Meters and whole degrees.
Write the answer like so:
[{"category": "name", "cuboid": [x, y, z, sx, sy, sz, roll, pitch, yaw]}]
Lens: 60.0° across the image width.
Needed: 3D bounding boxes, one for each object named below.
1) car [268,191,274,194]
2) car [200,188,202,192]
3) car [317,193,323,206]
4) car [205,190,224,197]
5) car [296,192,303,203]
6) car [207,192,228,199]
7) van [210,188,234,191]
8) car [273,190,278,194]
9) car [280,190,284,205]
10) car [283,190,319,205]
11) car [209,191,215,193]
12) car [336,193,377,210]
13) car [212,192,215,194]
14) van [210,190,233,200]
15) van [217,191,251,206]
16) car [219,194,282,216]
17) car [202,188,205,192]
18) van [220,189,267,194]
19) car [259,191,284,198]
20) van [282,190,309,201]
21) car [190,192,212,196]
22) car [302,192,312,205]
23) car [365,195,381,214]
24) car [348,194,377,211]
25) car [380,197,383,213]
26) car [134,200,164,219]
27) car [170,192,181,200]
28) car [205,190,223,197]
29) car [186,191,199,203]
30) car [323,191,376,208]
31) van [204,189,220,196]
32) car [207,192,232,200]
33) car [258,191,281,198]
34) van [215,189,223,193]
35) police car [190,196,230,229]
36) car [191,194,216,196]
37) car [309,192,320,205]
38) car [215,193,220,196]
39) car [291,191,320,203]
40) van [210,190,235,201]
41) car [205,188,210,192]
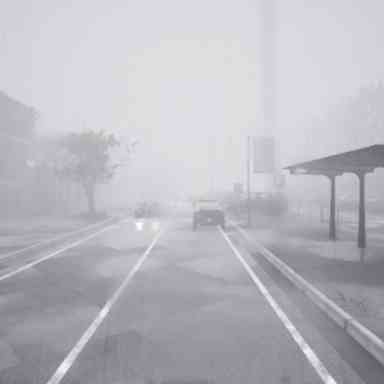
[{"category": "car", "cuboid": [18.772, 0.551, 66.432, 5.566, 2.045, 2.435, 0, 1, 0]}, {"category": "car", "cuboid": [5.611, 0.326, 93.935, 5.008, 1.535, 2.097, 0, 1, 0]}, {"category": "car", "cuboid": [18.779, 1.161, 41.450, 4.892, 1.521, 2.231, 0, 1, 0]}, {"category": "car", "cuboid": [5.605, 0.394, 82.721, 4.553, 1.767, 2.185, 0, 1, 0]}, {"category": "car", "cuboid": [18.742, 1.099, 49.777, 4.792, 1.488, 2.163, 0, 1, 0]}, {"category": "car", "cuboid": [5.647, 0.705, 74.316, 4.674, 1.452, 2.002, 0, 1, 0]}, {"category": "van", "cuboid": [5.795, 0.728, 57.496, 4.442, 1.987, 1.878, 0, 1, 0]}, {"category": "car", "cuboid": [18.934, 0.847, 63.661, 5.366, 1.575, 1.946, 0, 1, 0]}, {"category": "car", "cuboid": [18.786, 0.694, 58.107, 5.566, 2.045, 2.435, 0, 1, 0]}, {"category": "car", "cuboid": [18.733, 0.737, 55.330, 5.566, 2.045, 2.435, 0, 1, 0]}, {"category": "car", "cuboid": [5.689, 0.997, 54.692, 4.892, 1.521, 2.231, 0, 1, 0]}, {"category": "car", "cuboid": [18.800, 1.212, 35.900, 5.008, 1.535, 2.097, 0, 1, 0]}, {"category": "car", "cuboid": [5.722, 1.105, 49.082, 4.792, 1.488, 2.163, 0, 1, 0]}, {"category": "van", "cuboid": [5.781, 0.584, 65.903, 4.442, 1.987, 1.878, 0, 1, 0]}, {"category": "van", "cuboid": [5.814, 0.881, 46.276, 4.442, 1.987, 1.878, 0, 1, 0]}, {"category": "car", "cuboid": [5.536, 1.242, 32.260, 5.366, 1.575, 1.946, 0, 1, 0]}, {"category": "car", "cuboid": [5.617, 0.365, 77.113, 5.566, 2.045, 2.435, 0, 1, 0]}, {"category": "van", "cuboid": [5.828, 0.966, 37.865, 4.442, 1.987, 1.878, 0, 1, 0]}, {"category": "car", "cuboid": [18.539, 0.608, 77.538, 5.366, 1.575, 1.946, 0, 1, 0]}, {"category": "van", "cuboid": [18.869, 0.672, 60.883, 4.442, 1.987, 1.878, 0, 1, 0]}, {"category": "car", "cuboid": [0.963, 1.160, 36.956, 1.801, 1.575, 5.366, 0, 1, 0]}, {"category": "car", "cuboid": [18.960, 1.097, 47.005, 5.366, 1.575, 1.946, 0, 1, 0]}, {"category": "car", "cuboid": [18.810, 1.265, 30.349, 4.892, 1.521, 2.231, 0, 1, 0]}, {"category": "car", "cuboid": [18.804, 1.238, 33.124, 5.008, 1.535, 2.097, 0, 1, 0]}, {"category": "car", "cuboid": [18.838, 1.320, 27.574, 4.792, 1.488, 2.163, 0, 1, 0]}, {"category": "car", "cuboid": [-3.355, 1.376, 26.562, 1.994, 1.385, 4.181, 0, 1, 0]}, {"category": "car", "cuboid": [-3.276, 0.778, 67.311, 1.837, 1.490, 4.892, 0, 1, 0]}, {"category": "car", "cuboid": [5.600, 0.346, 85.524, 4.553, 1.767, 2.185, 0, 1, 0]}, {"category": "car", "cuboid": [-0.018, 1.019, 55.578, 2.033, 1.411, 5.357, 0, 1, 0]}, {"category": "car", "cuboid": [18.761, 0.935, 38.673, 5.566, 2.045, 2.435, 0, 1, 0]}, {"category": "van", "cuboid": [5.505, 0.149, 91.128, 4.442, 1.987, 1.878, 0, 1, 0]}, {"category": "car", "cuboid": [5.653, 0.762, 68.709, 4.892, 1.521, 2.231, 0, 1, 0]}, {"category": "car", "cuboid": [18.725, 0.564, 80.314, 4.892, 1.521, 2.231, 0, 1, 0]}, {"category": "van", "cuboid": [5.585, 0.912, 43.474, 4.442, 1.987, 1.878, 0, 1, 0]}, {"category": "police car", "cuboid": [0.968, 1.292, 20.856, 1.930, 1.638, 5.238, 0, 1, 0]}, {"category": "car", "cuboid": [0.965, 1.224, 30.949, 1.801, 1.575, 5.366, 0, 1, 0]}, {"category": "car", "cuboid": [18.775, 1.131, 44.228, 5.008, 1.535, 2.097, 0, 1, 0]}, {"category": "car", "cuboid": [5.701, 1.166, 40.670, 5.008, 1.535, 2.097, 0, 1, 0]}, {"category": "car", "cuboid": [18.795, 1.059, 52.560, 4.792, 1.488, 2.163, 0, 1, 0]}, {"category": "van", "cuboid": [5.785, 0.632, 63.100, 4.442, 1.987, 1.878, 0, 1, 0]}, {"category": "car", "cuboid": [5.646, 0.655, 60.295, 5.566, 2.045, 2.435, 0, 1, 0]}]
